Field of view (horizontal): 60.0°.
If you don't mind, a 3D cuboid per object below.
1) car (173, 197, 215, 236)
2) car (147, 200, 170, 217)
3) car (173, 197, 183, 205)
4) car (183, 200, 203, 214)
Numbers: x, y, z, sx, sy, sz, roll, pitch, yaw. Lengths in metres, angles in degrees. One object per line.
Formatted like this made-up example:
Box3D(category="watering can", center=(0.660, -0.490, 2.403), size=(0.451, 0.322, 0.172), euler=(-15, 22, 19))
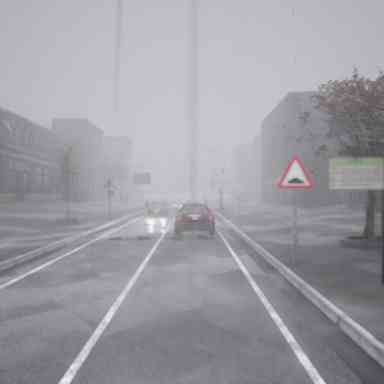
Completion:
Box3D(category="car", center=(0.126, 1.339, 18.819), size=(2.097, 1.767, 4.553), euler=(0, 0, -1))
Box3D(category="car", center=(-3.090, 1.480, 31.401), size=(2.128, 1.511, 4.902), euler=(0, 0, 0))
Box3D(category="car", center=(-2.986, 1.934, 71.976), size=(2.128, 1.511, 4.902), euler=(0, 0, 0))
Box3D(category="car", center=(0.101, 1.573, 36.933), size=(2.033, 1.411, 5.357), euler=(0, -1, 0))
